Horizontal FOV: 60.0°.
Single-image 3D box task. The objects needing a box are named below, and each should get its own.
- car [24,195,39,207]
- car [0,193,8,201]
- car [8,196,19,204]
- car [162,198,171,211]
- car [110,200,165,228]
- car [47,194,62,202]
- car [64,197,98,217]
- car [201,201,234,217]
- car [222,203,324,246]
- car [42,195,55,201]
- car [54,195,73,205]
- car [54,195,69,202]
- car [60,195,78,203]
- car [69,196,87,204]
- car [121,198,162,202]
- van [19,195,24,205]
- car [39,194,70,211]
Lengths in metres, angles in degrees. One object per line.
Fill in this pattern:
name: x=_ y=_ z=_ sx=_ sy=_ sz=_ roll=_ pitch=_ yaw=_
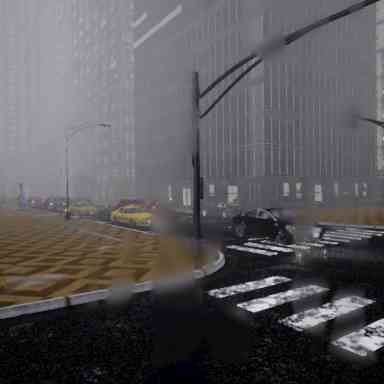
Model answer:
car: x=-23.513 y=1.411 z=50.098 sx=1.967 sy=1.590 sz=4.097 roll=-1 pitch=1 yaw=-36
car: x=-46.232 y=1.449 z=81.673 sx=1.887 sy=1.381 sz=4.507 roll=-1 pitch=1 yaw=-36
car: x=-33.249 y=1.494 z=63.631 sx=2.008 sy=1.369 sz=4.403 roll=-1 pitch=1 yaw=-36
car: x=-4.087 y=1.328 z=36.693 sx=1.967 sy=1.590 sz=4.097 roll=-1 pitch=1 yaw=-36
car: x=-4.043 y=1.552 z=22.821 sx=1.752 sy=1.417 sz=4.829 roll=-1 pitch=1 yaw=-36
car: x=-30.099 y=1.256 z=72.743 sx=1.967 sy=1.590 sz=4.097 roll=-1 pitch=1 yaw=-36
car: x=-10.478 y=1.533 z=31.885 sx=1.752 sy=1.417 sz=4.829 roll=-1 pitch=1 yaw=-36
car: x=2.464 y=1.455 z=27.713 sx=2.008 sy=1.369 sz=4.403 roll=-1 pitch=1 yaw=-36
car: x=3.828 y=1.499 z=15.686 sx=2.128 sy=1.511 sz=4.902 roll=0 pitch=0 yaw=-31
car: x=-33.444 y=1.331 z=77.392 sx=1.752 sy=1.417 sz=4.829 roll=-1 pitch=1 yaw=-36
car: x=-22.407 y=1.358 z=57.846 sx=1.882 sy=1.535 sz=5.008 roll=-1 pitch=1 yaw=-35
car: x=-26.853 y=1.407 z=68.233 sx=1.802 sy=1.307 sz=4.206 roll=-1 pitch=1 yaw=-36
car: x=-23.607 y=1.385 z=63.722 sx=2.008 sy=1.369 sz=4.403 roll=-1 pitch=1 yaw=-36
car: x=-20.361 y=1.389 z=59.212 sx=1.887 sy=1.381 sz=4.507 roll=-1 pitch=1 yaw=-36
car: x=-4.810 y=1.331 z=28.328 sx=2.097 sy=1.767 sz=4.553 roll=-1 pitch=1 yaw=-36
van: x=-26.759 y=1.303 z=54.608 sx=1.690 sy=1.788 sz=3.998 roll=-1 pitch=1 yaw=-36
car: x=-17.021 y=1.429 z=41.077 sx=1.967 sy=1.590 sz=4.097 roll=-1 pitch=1 yaw=-36
